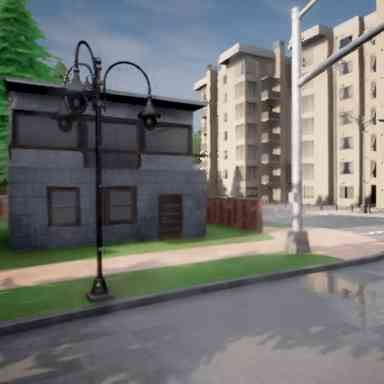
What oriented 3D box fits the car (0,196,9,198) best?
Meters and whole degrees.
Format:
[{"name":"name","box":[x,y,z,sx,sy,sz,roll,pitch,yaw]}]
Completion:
[{"name":"car","box":[-36.956,0.912,66.102,1.932,1.855,4.605,-1,0,-27]}]

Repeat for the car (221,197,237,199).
[{"name":"car","box":[3.540,1.244,31.260,2.128,1.511,4.902,-1,1,-26]}]
